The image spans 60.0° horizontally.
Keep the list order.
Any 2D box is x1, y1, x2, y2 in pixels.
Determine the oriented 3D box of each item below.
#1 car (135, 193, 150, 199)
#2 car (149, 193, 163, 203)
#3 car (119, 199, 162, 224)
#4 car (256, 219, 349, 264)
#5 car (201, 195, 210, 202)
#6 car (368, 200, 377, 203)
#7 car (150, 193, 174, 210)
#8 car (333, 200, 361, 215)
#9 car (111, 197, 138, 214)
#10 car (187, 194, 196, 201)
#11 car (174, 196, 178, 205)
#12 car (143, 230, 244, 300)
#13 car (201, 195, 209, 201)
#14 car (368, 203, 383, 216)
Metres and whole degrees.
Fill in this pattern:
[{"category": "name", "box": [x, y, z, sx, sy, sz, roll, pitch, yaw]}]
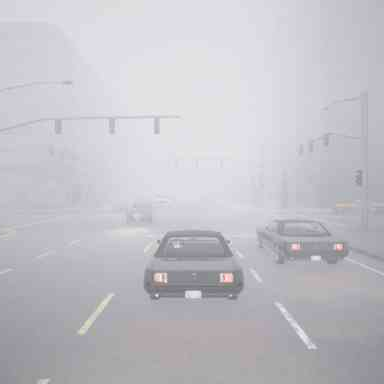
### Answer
[{"category": "car", "box": [-7.532, 1.223, 51.775, 2.150, 2.045, 5.566, 0, 0, 0]}, {"category": "car", "box": [-7.328, 1.224, 67.627, 2.150, 2.045, 5.566, 0, 0, 1]}, {"category": "car", "box": [-3.736, 1.516, 25.016, 2.128, 1.511, 4.902, 0, 0, -1]}, {"category": "car", "box": [3.548, 1.601, 11.734, 1.895, 1.301, 4.718, 0, 0, 0]}, {"category": "car", "box": [3.288, 1.595, 77.487, 1.895, 1.301, 4.718, 0, 0, 1]}, {"category": "car", "box": [19.269, 1.547, 30.848, 4.902, 1.511, 2.128, 0, 0, 0]}, {"category": "car", "box": [-3.915, 1.221, 43.868, 2.150, 2.045, 5.566, 0, 0, -2]}, {"category": "car", "box": [17.206, 1.533, 34.350, 5.008, 1.535, 1.882, 0, 0, 0]}, {"category": "car", "box": [-7.398, 1.555, 36.184, 1.812, 1.442, 4.674, 0, 0, -1]}, {"category": "car", "box": [-0.114, 1.355, 87.333, 2.097, 1.767, 4.553, 0, 0, 1]}, {"category": "car", "box": [-3.972, 1.563, 59.115, 1.994, 1.385, 4.181, 0, 0, 1]}, {"category": "car", "box": [0.042, 1.601, 8.348, 1.895, 1.301, 4.718, 0, 0, 0]}, {"category": "car", "box": [3.387, 1.553, 87.462, 1.994, 1.385, 4.181, 0, 0, 1]}, {"category": "car", "box": [3.593, 1.221, 1.982, 2.150, 2.045, 5.566, 0, 0, 0]}]
